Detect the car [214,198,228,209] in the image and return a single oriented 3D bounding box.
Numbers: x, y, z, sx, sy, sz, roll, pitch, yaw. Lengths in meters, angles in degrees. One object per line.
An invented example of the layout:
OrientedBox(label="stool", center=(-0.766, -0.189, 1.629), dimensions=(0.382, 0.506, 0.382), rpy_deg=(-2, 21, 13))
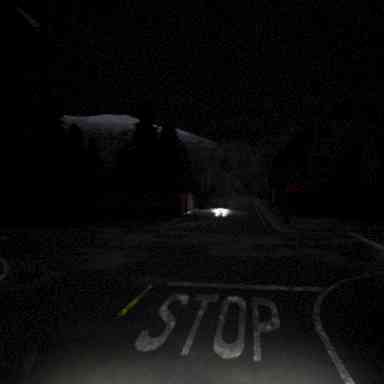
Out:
OrientedBox(label="car", center=(4.488, 1.743, 50.986), dimensions=(2.128, 1.511, 4.902), rpy_deg=(0, 0, 10))
